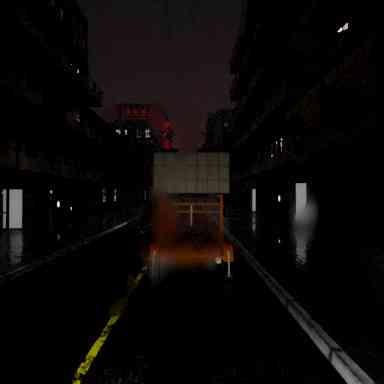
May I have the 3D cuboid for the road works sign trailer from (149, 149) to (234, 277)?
[{"bbox_3d":[-0.016,0.477,10.240,2.380,3.560,2.880,0,0,0],"label":"road works sign trailer"}]

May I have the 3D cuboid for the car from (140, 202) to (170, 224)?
[{"bbox_3d":[-2.792,1.540,25.851,1.882,1.535,5.008,0,0,0],"label":"car"}]
